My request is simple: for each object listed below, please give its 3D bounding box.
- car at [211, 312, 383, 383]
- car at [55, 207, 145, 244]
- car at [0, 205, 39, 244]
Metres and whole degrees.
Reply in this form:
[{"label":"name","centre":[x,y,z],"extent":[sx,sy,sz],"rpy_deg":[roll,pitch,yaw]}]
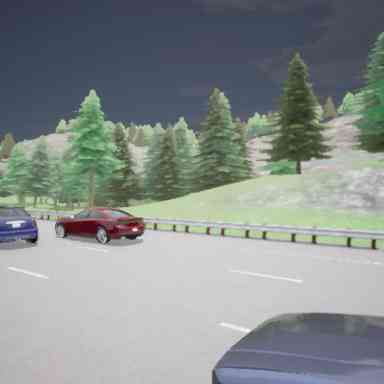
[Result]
[{"label":"car","centre":[2.694,1.548,2.073],"extent":[5.357,1.411,2.033],"rpy_deg":[0,0,36]},{"label":"car","centre":[-4.473,1.476,15.780],"extent":[5.008,1.535,1.882],"rpy_deg":[0,0,36]},{"label":"car","centre":[-8.751,1.351,14.535],"extent":[4.553,1.767,2.097],"rpy_deg":[0,0,36]}]
